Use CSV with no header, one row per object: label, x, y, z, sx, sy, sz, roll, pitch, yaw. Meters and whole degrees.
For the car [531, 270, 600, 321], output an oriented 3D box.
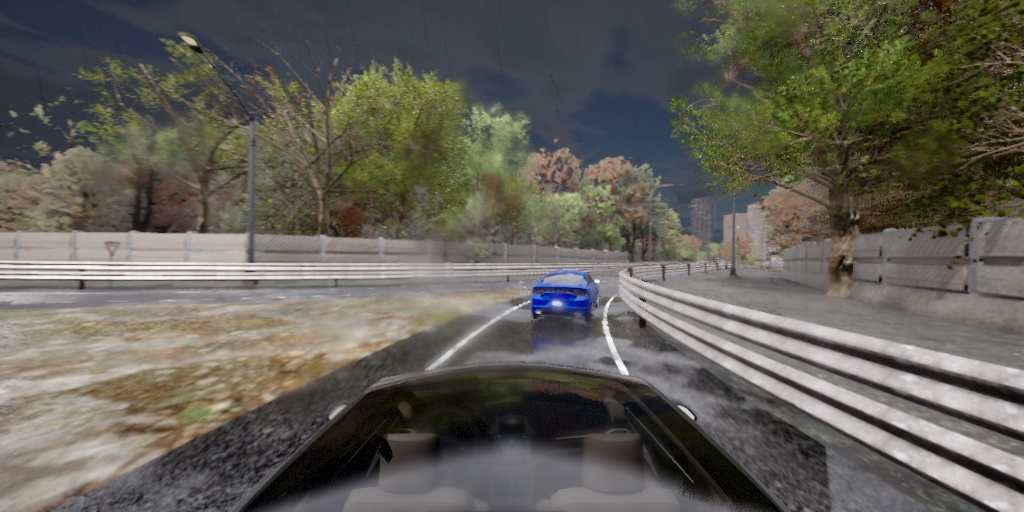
car,2.027,1.243,12.765,1.882,1.535,5.008,0,0,17
